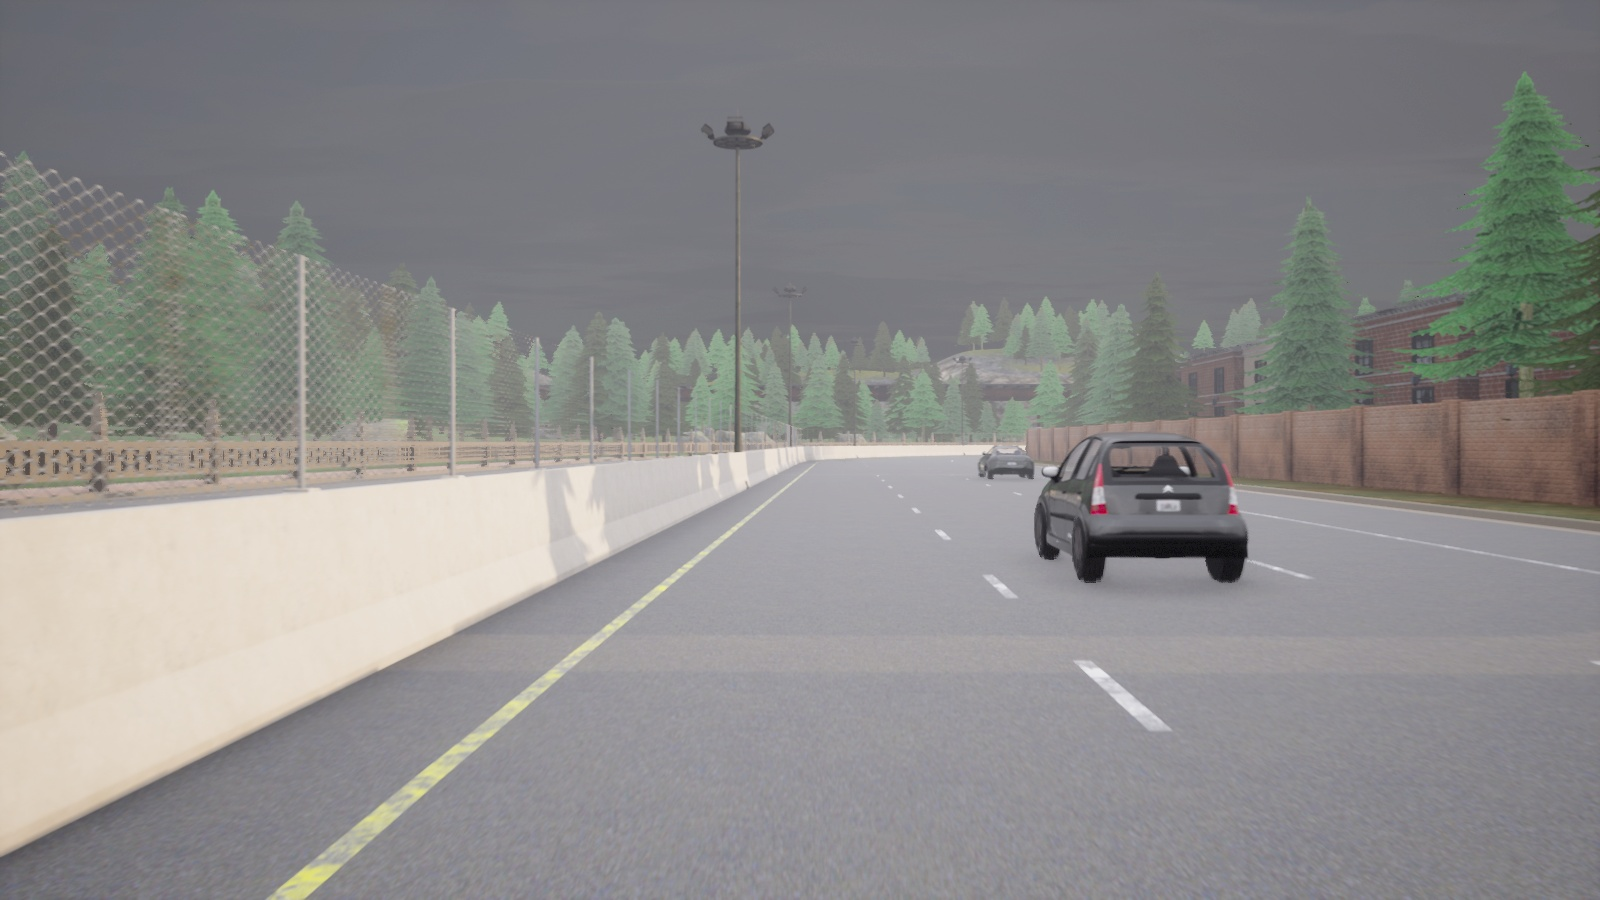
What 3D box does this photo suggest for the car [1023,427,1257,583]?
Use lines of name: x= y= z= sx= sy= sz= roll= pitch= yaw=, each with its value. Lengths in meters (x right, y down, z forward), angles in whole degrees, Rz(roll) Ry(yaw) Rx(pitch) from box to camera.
car: x=3.889 y=0.563 z=15.068 sx=1.851 sy=1.617 sz=3.988 roll=0 pitch=0 yaw=2

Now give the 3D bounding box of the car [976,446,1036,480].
car: x=8.632 y=0.519 z=52.970 sx=1.994 sy=1.385 sz=4.181 roll=0 pitch=0 yaw=2
